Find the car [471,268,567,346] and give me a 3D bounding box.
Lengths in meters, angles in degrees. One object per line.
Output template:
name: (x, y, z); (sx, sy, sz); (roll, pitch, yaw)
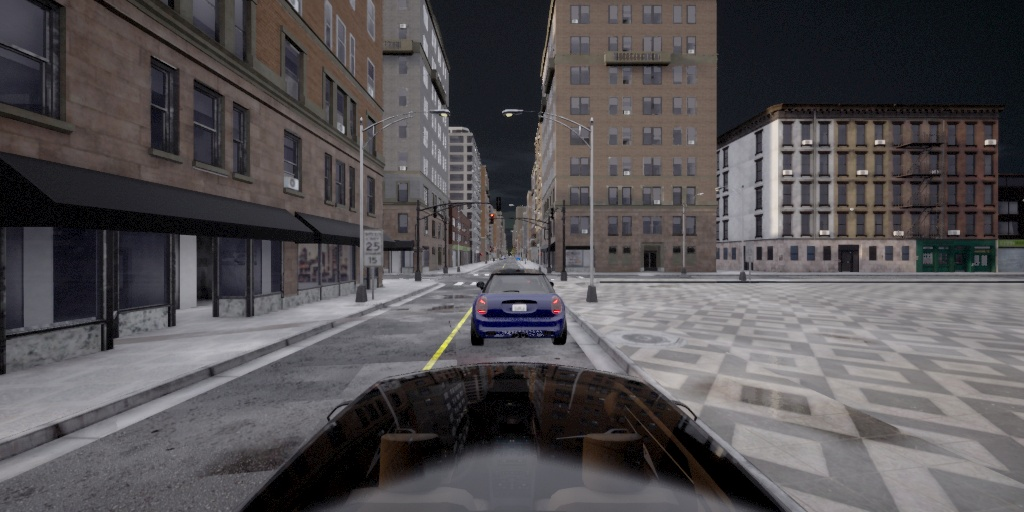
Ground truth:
car: (0.101, 1.102, 9.622); (2.097, 1.767, 4.553); (0, 0, -1)
